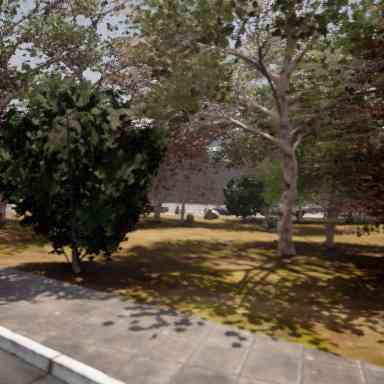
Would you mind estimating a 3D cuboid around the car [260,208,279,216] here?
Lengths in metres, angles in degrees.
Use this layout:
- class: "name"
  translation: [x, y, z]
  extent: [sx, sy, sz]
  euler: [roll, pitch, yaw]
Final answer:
- class: "car"
  translation: [14.017, 3.556, 60.166]
  extent: [5.357, 1.411, 2.033]
  euler: [3, -1, -40]

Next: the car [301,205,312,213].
- class: "car"
  translation: [26.009, 3.987, 81.009]
  extent: [5.566, 2.045, 2.435]
  euler: [3, 0, -40]

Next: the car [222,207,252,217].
- class: "car"
  translation: [7.310, 3.120, 50.306]
  extent: [4.718, 1.301, 1.895]
  euler: [5, -2, -40]

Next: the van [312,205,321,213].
- class: "van"
  translation: [30.185, 4.243, 84.514]
  extent: [4.442, 1.987, 1.878]
  euler: [3, 0, -40]

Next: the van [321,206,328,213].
- class: "van"
  translation: [34.432, 4.473, 88.075]
  extent: [4.442, 1.987, 1.878]
  euler: [3, 0, -40]

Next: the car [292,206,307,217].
- class: "car"
  translation: [17.927, 3.703, 59.326]
  extent: [4.892, 1.490, 1.837]
  euler: [4, -1, -40]

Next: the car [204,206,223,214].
- class: "car"
  translation: [4.281, 2.893, 51.880]
  extent: [5.357, 1.411, 2.033]
  euler: [5, -2, -40]

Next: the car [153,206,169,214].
- class: "car"
  translation: [-5.041, 1.811, 39.613]
  extent: [5.008, 1.535, 1.882]
  euler: [6, -2, -41]
